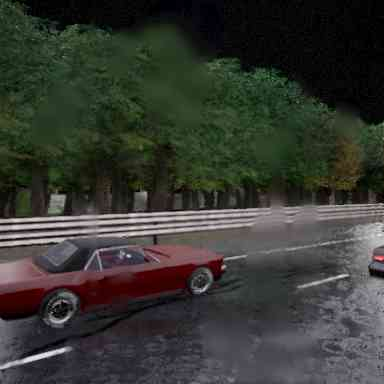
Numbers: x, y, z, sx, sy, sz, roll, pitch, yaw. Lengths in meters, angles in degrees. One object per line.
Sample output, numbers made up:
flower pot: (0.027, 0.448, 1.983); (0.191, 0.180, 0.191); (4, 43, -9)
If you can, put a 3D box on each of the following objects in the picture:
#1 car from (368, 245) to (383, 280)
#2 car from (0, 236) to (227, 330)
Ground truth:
car: (6.582, 1.546, 8.447); (5.357, 1.411, 2.033); (0, 0, -35)
car: (-1.552, 1.595, 6.948); (4.718, 1.301, 1.895); (0, 0, -35)
